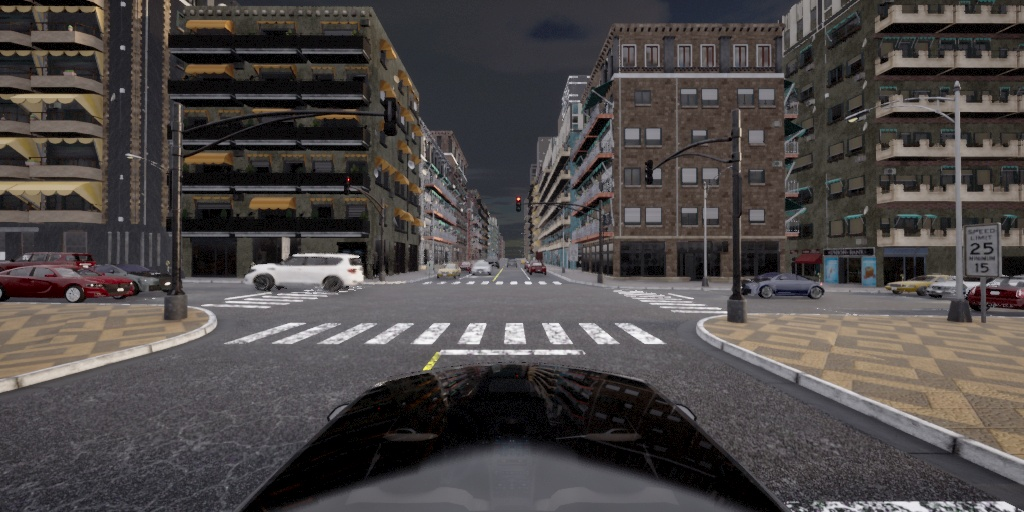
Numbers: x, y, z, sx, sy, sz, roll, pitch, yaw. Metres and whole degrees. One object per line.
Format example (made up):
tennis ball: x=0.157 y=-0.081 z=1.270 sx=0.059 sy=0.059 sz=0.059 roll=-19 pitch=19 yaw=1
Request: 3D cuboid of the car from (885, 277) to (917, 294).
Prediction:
car: x=26.251 y=1.756 z=22.384 sx=4.829 sy=1.417 sz=1.751 roll=0 pitch=0 yaw=0

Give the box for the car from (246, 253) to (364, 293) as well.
car: x=-11.009 y=0.864 z=19.459 sx=5.566 sy=2.045 sz=2.150 roll=2 pitch=1 yaw=-9

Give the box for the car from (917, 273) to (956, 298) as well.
car: x=25.919 y=1.723 z=19.829 sx=4.674 sy=1.442 sz=1.812 roll=1 pitch=-1 yaw=0

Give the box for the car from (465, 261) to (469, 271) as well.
car: x=-5.681 y=1.307 z=43.903 sx=1.888 sy=1.381 sz=4.507 roll=0 pitch=0 yaw=0

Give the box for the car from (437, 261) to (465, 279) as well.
car: x=-5.683 y=1.283 z=32.686 sx=1.751 sy=1.417 sz=4.829 roll=0 pitch=0 yaw=0

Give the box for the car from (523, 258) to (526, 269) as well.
car: x=2.700 y=1.201 z=43.888 sx=1.967 sy=1.591 sz=4.097 roll=0 pitch=0 yaw=0

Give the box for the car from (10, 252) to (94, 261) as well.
car: x=-28.642 y=0.687 z=22.013 sx=5.009 sy=1.841 sz=2.192 roll=0 pitch=0 yaw=0

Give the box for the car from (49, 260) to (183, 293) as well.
car: x=-17.674 y=1.050 z=16.307 sx=4.181 sy=1.385 sz=1.994 roll=1 pitch=-1 yaw=-1

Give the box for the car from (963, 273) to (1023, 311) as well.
car: x=20.837 y=1.501 z=14.030 sx=4.097 sy=1.591 sz=1.967 roll=0 pitch=0 yaw=0

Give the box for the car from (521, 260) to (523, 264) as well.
car: x=2.702 y=1.348 z=54.934 sx=1.802 sy=1.307 sz=4.207 roll=0 pitch=0 yaw=0

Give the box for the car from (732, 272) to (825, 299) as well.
car: x=14.573 y=1.584 z=19.748 sx=4.181 sy=1.385 sz=1.994 roll=1 pitch=-1 yaw=-1

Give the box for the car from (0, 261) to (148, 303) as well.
car: x=-17.260 y=1.012 z=13.716 sx=4.507 sy=1.381 sz=1.888 roll=0 pitch=0 yaw=0

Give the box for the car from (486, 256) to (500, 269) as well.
car: x=-3.079 y=0.991 z=56.430 sx=2.150 sy=2.045 sz=5.566 roll=0 pitch=0 yaw=0

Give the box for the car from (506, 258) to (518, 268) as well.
car: x=0.014 y=1.261 z=63.793 sx=2.128 sy=1.511 sz=4.902 roll=0 pitch=0 yaw=0

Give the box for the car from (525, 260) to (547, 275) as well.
car: x=2.699 y=1.305 z=38.364 sx=1.888 sy=1.381 sz=4.507 roll=0 pitch=0 yaw=0

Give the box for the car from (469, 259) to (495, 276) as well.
car: x=-3.094 y=1.285 z=37.358 sx=1.812 sy=1.442 sz=4.674 roll=0 pitch=0 yaw=0
